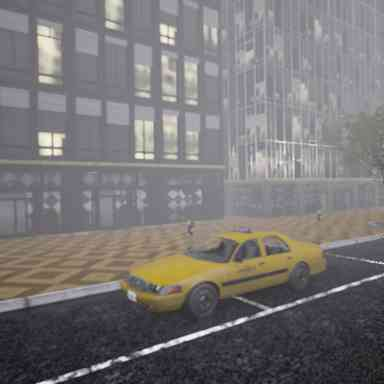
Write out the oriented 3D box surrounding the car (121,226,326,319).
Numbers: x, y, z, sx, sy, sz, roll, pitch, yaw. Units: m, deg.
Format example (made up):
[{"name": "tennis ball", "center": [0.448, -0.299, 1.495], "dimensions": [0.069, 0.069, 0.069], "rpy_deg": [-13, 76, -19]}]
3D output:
[{"name": "car", "center": [0.923, 1.456, 7.183], "dimensions": [4.829, 1.417, 1.752], "rpy_deg": [-1, 0, -35]}]
